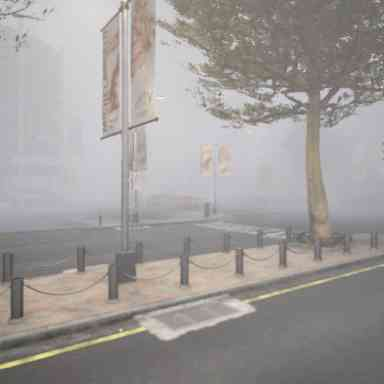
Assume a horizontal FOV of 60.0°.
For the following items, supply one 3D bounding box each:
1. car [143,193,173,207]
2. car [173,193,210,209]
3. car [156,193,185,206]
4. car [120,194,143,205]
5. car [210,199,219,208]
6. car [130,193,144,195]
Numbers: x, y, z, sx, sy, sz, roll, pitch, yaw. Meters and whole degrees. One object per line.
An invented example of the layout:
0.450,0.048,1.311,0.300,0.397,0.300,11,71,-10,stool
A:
-5.267,1.332,52.321,2.097,1.767,4.553,0,0,-36,car
-0.174,1.332,45.239,2.097,1.767,4.553,0,0,-35,car
-3.648,1.199,56.103,2.150,2.045,5.566,0,0,-36,car
-11.170,1.543,59.932,1.994,1.385,4.181,0,0,-42,car
1.890,1.504,48.382,1.812,1.442,4.674,0,0,-36,car
-10.173,1.198,64.234,5.566,2.045,2.150,0,0,45,car
